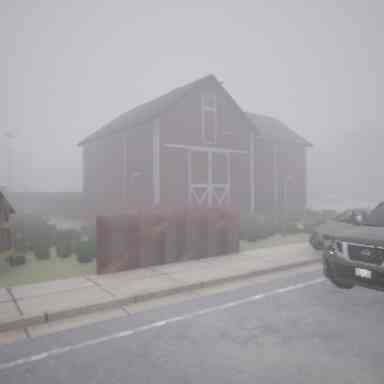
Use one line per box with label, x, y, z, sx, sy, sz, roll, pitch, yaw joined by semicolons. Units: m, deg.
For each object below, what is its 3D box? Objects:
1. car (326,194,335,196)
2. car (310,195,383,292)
car;24.899;1.143;59.733;1.812;1.442;4.674;0;0;-14
car;5.489;1.159;7.904;5.566;2.045;2.150;-1;0;-35
